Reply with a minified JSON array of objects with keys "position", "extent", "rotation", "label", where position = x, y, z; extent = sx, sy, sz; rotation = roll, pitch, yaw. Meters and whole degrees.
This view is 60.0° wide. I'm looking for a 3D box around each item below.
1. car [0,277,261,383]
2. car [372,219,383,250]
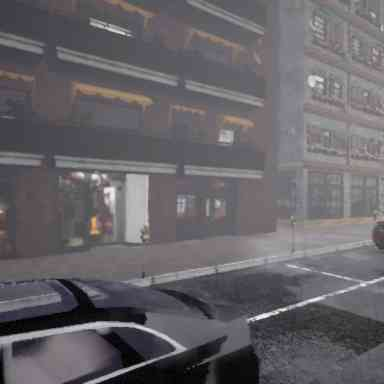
[{"position":[-1.670,1.491,2.189],"extent":[4.902,1.511,2.128],"rotation":[0,0,-36],"label":"car"},{"position":[9.154,1.315,13.068],"extent":[5.009,1.841,2.192],"rotation":[0,1,-35],"label":"car"}]
